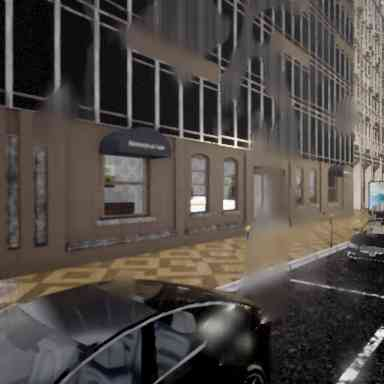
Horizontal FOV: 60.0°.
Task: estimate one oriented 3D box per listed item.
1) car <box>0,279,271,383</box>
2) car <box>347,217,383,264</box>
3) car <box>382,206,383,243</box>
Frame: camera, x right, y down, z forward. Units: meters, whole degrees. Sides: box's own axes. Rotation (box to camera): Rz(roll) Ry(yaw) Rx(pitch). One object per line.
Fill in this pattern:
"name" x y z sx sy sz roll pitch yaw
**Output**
"car" -0.954 1.564 2.623 1.947 1.339 4.313 0 0 42
"car" 6.560 1.536 11.059 2.008 1.369 4.403 0 0 42
"car" 10.317 1.420 15.278 1.967 1.590 4.097 0 0 42
